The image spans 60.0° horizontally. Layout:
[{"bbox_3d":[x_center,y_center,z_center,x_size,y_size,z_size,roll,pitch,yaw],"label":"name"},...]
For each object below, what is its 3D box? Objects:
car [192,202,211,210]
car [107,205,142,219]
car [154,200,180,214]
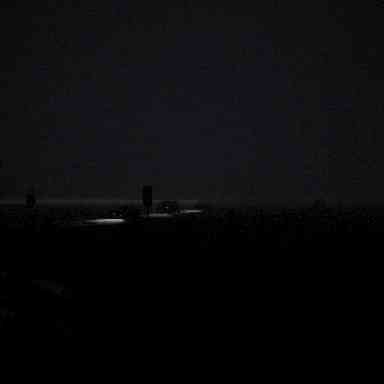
[{"bbox_3d":[1.677,2.369,56.068,1.895,1.301,4.718,-1,-1,22],"label":"car"},{"bbox_3d":[-6.759,1.961,33.548,1.994,1.385,4.181,-1,-1,19],"label":"car"},{"bbox_3d":[-3.216,1.907,43.427,2.097,1.767,4.553,-1,-1,21],"label":"car"}]
